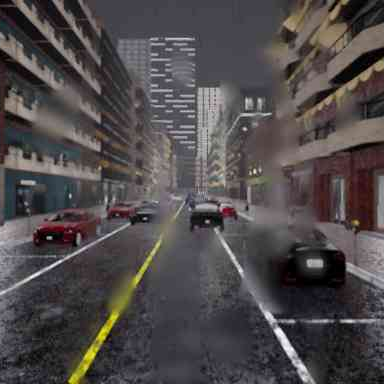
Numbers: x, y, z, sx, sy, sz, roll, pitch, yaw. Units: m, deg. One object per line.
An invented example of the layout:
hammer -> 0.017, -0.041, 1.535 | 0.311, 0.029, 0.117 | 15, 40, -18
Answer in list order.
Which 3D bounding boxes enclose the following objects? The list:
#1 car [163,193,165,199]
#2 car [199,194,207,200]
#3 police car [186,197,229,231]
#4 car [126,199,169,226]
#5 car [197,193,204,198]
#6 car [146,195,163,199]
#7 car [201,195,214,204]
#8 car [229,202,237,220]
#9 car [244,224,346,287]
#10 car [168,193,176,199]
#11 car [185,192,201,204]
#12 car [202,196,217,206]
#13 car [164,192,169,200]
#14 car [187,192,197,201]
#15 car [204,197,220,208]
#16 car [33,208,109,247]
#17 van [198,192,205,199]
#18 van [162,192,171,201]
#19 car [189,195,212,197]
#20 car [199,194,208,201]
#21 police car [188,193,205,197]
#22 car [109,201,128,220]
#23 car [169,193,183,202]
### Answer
car -> -5.366, 1.262, 48.645 | 1.752, 1.417, 4.829 | 1, 0, 0
car -> 2.479, 1.188, 77.282 | 1.802, 1.307, 4.206 | 0, 0, 0
police car -> 0.801, 1.311, 19.795 | 1.930, 1.638, 5.238 | 0, 0, 0
car -> -2.876, 1.436, 22.369 | 1.994, 1.385, 4.181 | 0, 0, 0
car -> 2.459, 1.066, 94.522 | 1.752, 1.417, 4.829 | 0, 0, 0
car -> -5.360, 1.315, 43.125 | 2.008, 1.369, 4.403 | 1, 0, 0
car -> 2.507, 1.252, 54.525 | 1.887, 1.381, 4.507 | 1, 0, 0
car -> 2.541, 1.433, 26.077 | 1.802, 1.307, 4.206 | 1, 0, 0
car -> 2.561, 1.512, 9.009 | 1.947, 1.339, 4.313 | 1, 0, 0
car -> -5.414, 1.108, 88.643 | 1.887, 1.381, 4.507 | 0, 0, 0
car -> -0.066, 1.054, 55.709 | 2.097, 1.767, 4.553 | 0, 0, 0
car -> 2.514, 1.280, 48.836 | 1.887, 1.381, 4.507 | 1, 0, 0
car -> -5.387, 1.200, 65.885 | 1.887, 1.381, 4.507 | 1, 0, 0
car -> -0.084, 0.894, 70.710 | 2.097, 1.767, 4.553 | 0, 0, 0
car -> 2.520, 1.346, 43.146 | 1.802, 1.307, 4.206 | 1, 0, 0
car -> -5.326, 1.459, 14.677 | 1.887, 1.381, 4.507 | 1, 0, 0
van -> 2.468, 0.904, 88.661 | 1.690, 1.788, 3.998 | 0, 0, 0
van -> -5.392, 0.972, 71.572 | 1.690, 1.788, 3.998 | 1, 0, 0
car -> 0.789, 1.338, 29.687 | 1.837, 1.490, 4.892 | 0, 0, 0
car -> 2.487, 1.154, 71.763 | 1.752, 1.417, 4.829 | 0, 0, 0
police car -> 0.782, 1.226, 35.796 | 1.930, 1.638, 5.238 | 0, 0, 0
car -> -5.339, 1.397, 26.055 | 1.887, 1.381, 4.507 | 1, 0, 0
car -> -2.855, 1.194, 62.700 | 1.812, 1.442, 4.674 | 0, 0, 0
